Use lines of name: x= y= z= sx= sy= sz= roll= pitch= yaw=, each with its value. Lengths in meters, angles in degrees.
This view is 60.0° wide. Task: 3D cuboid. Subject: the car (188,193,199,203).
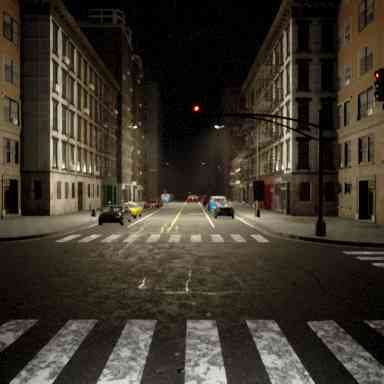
car: x=0.177 y=1.343 z=67.567 sx=2.097 sy=1.767 sz=4.553 roll=0 pitch=0 yaw=0

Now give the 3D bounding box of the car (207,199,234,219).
car: x=2.673 y=1.546 z=28.926 sx=2.008 sy=1.369 sz=4.403 roll=0 pitch=0 yaw=0

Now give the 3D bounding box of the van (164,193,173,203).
van: x=-5.351 y=1.332 z=66.777 sx=1.690 sy=1.788 sz=3.998 roll=0 pitch=0 yaw=0

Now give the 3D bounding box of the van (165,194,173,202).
van: x=-5.348 y=1.331 z=77.590 sx=1.690 sy=1.788 sz=3.998 roll=0 pitch=0 yaw=0

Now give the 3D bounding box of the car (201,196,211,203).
car: x=2.729 y=1.517 z=66.939 sx=1.752 sy=1.417 sz=4.829 roll=0 pitch=0 yaw=0

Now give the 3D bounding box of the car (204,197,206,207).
car: x=2.689 y=1.576 z=39.738 sx=1.802 sy=1.307 sz=4.206 roll=0 pitch=0 yaw=0

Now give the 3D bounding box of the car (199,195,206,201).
car: x=2.760 y=1.555 z=88.395 sx=1.947 sy=1.339 sz=4.313 roll=0 pitch=0 yaw=0

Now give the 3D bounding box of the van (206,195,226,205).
van: x=2.681 y=1.336 z=34.332 sx=1.690 sy=1.788 sz=3.998 roll=0 pitch=0 yaw=0

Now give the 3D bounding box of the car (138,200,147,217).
car: x=-5.361 y=1.521 z=28.765 sx=1.752 sy=1.417 sz=4.829 roll=0 pitch=0 yaw=0

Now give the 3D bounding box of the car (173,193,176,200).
car: x=-5.349 y=1.306 z=72.184 sx=2.192 sy=1.841 sz=5.009 roll=0 pitch=0 yaw=0

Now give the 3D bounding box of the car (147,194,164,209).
car: x=-5.357 y=1.434 z=45.153 sx=1.967 sy=1.590 sz=4.097 roll=0 pitch=0 yaw=0

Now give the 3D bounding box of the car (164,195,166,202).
car: x=-5.355 y=1.518 z=50.389 sx=1.752 sy=1.417 sz=4.829 roll=0 pitch=0 yaw=0

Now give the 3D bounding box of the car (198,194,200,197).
car: x=2.721 y=1.543 z=61.363 sx=2.008 sy=1.369 sz=4.403 roll=0 pitch=0 yaw=0

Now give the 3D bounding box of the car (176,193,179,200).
car: x=-5.345 y=1.540 z=88.403 sx=2.008 sy=1.369 sz=4.403 roll=0 pitch=0 yaw=0

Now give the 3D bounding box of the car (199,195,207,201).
car: x=2.752 y=1.534 z=82.988 sx=1.887 sy=1.381 sz=4.507 roll=0 pitch=0 yaw=0

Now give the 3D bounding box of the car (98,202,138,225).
car: x=-5.363 y=1.547 z=23.528 sx=2.008 sy=1.369 sz=4.403 roll=0 pitch=0 yaw=0

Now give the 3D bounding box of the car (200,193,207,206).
car: x=2.705 y=1.308 z=50.551 sx=2.192 sy=1.841 sz=5.009 roll=0 pitch=0 yaw=0
